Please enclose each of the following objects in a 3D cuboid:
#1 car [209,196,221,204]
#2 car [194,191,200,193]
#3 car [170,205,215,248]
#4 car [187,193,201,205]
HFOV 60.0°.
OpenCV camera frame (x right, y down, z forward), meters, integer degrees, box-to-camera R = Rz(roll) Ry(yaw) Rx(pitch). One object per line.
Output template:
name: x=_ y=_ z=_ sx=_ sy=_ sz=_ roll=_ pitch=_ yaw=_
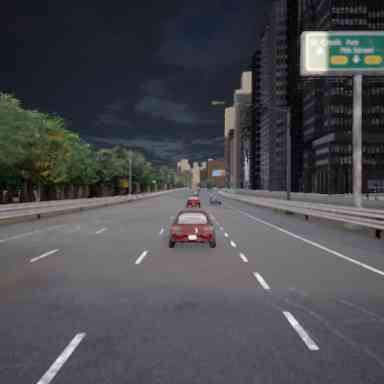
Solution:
car: x=3.964 y=1.356 z=57.646 sx=2.033 sy=1.411 sz=5.357 roll=0 pitch=0 yaw=1
car: x=0.775 y=1.105 z=84.462 sx=1.837 sy=1.490 sz=4.892 roll=0 pitch=1 yaw=1
car: x=0.027 y=1.523 z=14.725 sx=1.812 sy=1.442 sz=4.674 roll=0 pitch=0 yaw=0
car: x=0.250 y=1.358 z=47.391 sx=1.882 sy=1.535 sz=5.008 roll=0 pitch=0 yaw=1
